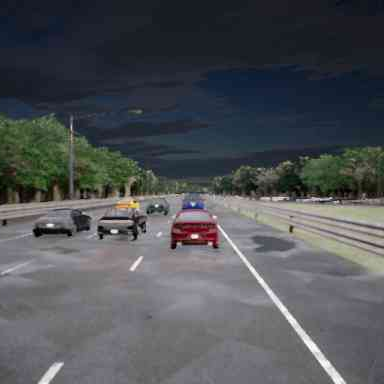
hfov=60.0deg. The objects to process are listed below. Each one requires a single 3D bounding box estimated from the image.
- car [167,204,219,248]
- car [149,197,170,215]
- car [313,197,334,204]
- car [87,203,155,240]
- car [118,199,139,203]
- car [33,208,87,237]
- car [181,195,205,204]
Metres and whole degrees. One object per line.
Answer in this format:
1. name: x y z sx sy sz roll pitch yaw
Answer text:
1. car: 0.103 1.496 14.792 1.882 1.535 5.008 0 0 0
2. car: -3.390 1.398 34.049 2.097 1.767 4.553 0 -1 0
3. car: 28.363 1.847 71.864 1.882 1.535 5.008 0 0 -26
4. car: -3.396 1.513 16.982 2.128 1.511 4.902 0 0 0
5. car: -6.897 1.523 35.897 1.882 1.535 5.008 0 -1 0
6. car: -6.897 1.588 18.186 1.994 1.385 4.181 0 0 0
7. car: 0.104 1.275 33.549 2.150 2.045 5.566 0 0 0
